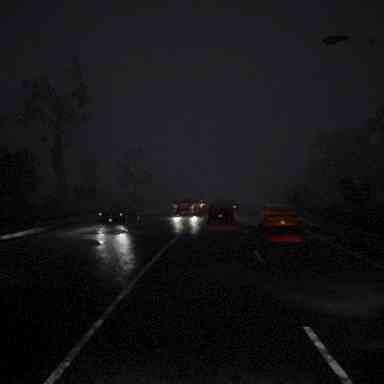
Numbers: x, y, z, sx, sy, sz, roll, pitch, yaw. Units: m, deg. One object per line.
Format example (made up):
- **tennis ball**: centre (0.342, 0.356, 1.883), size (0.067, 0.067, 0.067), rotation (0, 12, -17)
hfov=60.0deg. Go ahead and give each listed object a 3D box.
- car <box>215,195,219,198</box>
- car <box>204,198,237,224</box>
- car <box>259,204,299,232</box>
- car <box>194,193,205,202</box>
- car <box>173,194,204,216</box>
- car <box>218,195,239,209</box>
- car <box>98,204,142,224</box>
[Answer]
- **car**: centre (6.154, 1.354, 73.220), size (1.882, 1.535, 5.008), rotation (0, 0, 9)
- **car**: centre (2.255, 1.457, 25.059), size (1.882, 1.535, 5.008), rotation (0, 0, 8)
- **car**: centre (5.154, 1.472, 20.211), size (1.882, 1.535, 5.008), rotation (0, 0, 7)
- **car**: centre (1.325, 1.150, 65.238), size (2.150, 2.045, 5.566), rotation (0, 0, 9)
- **car**: centre (-0.443, 1.315, 32.345), size (2.097, 1.767, 4.553), rotation (0, 0, 9)
- **car**: centre (4.830, 1.459, 42.080), size (2.128, 1.511, 4.902), rotation (0, 0, 9)
- **car**: centre (-5.137, 1.559, 24.272), size (1.895, 1.301, 4.718), rotation (0, 0, 8)
